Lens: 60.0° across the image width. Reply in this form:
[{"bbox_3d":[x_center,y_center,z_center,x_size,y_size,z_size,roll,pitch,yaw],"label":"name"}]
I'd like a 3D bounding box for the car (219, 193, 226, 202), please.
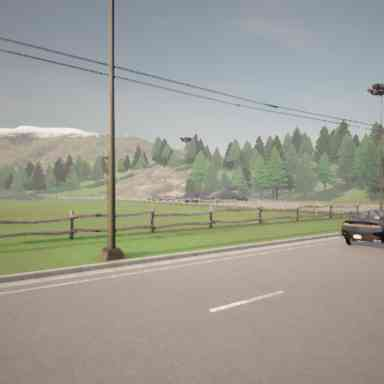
[{"bbox_3d":[4.575,1.515,72.856,2.128,1.511,4.902,0,0,-35],"label":"car"}]

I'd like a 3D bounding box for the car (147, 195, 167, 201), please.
[{"bbox_3d":[-8.933,1.483,79.896,2.033,1.411,5.357,0,0,-35],"label":"car"}]

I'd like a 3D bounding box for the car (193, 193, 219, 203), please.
[{"bbox_3d":[2.577,1.560,69.613,2.033,1.411,5.357,0,0,-35],"label":"car"}]

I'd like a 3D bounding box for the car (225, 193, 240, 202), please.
[{"bbox_3d":[7.601,1.212,74.638,2.150,2.045,5.566,0,0,-35],"label":"car"}]

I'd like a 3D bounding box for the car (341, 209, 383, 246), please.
[{"bbox_3d":[8.269,1.492,14.066,4.902,1.511,2.128,0,0,-35],"label":"car"}]

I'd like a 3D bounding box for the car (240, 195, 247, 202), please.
[{"bbox_3d":[10.481,1.487,76.627,1.837,1.490,4.892,0,0,-35],"label":"car"}]

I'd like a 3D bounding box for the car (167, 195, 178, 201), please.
[{"bbox_3d":[-6.070,1.484,81.910,2.033,1.411,5.357,0,0,-35],"label":"car"}]

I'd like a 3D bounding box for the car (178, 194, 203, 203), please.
[{"bbox_3d":[-0.286,1.569,67.600,1.994,1.385,4.181,0,0,-35],"label":"car"}]

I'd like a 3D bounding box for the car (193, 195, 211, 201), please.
[{"bbox_3d":[2.520,1.478,87.948,2.033,1.411,5.357,0,0,-35],"label":"car"}]
